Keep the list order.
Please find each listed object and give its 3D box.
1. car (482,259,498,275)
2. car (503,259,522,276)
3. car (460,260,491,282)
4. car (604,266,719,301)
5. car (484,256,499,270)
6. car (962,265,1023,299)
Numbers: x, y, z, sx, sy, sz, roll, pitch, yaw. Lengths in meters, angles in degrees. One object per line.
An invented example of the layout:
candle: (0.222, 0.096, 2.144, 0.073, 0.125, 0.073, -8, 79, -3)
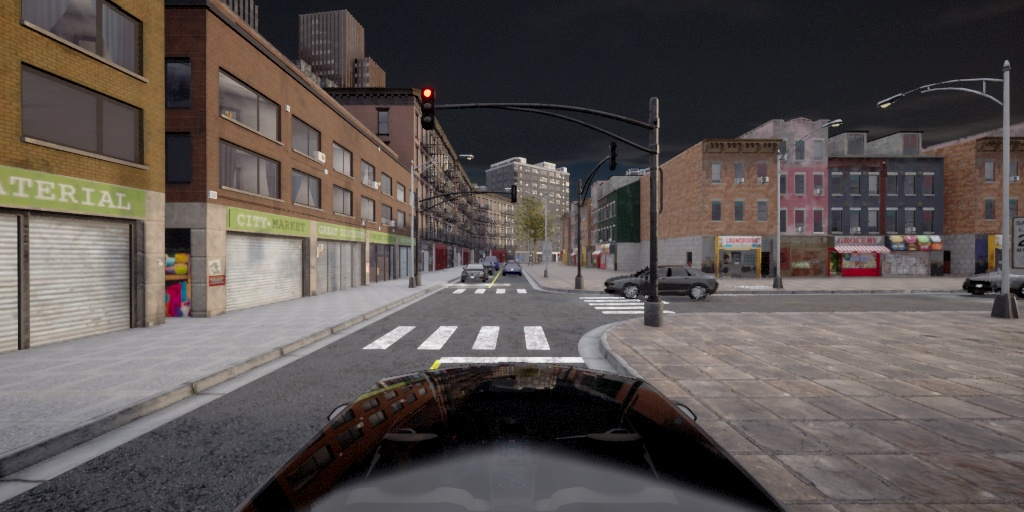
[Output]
car: (-2.943, 1.312, 39.106, 2.033, 1.411, 5.357, 0, 0, 0)
car: (0.013, 1.327, 38.143, 1.994, 1.385, 4.181, 0, 0, 0)
car: (-2.908, 1.282, 28.673, 1.812, 1.442, 4.674, 0, 0, 0)
car: (6.777, 1.205, 16.534, 4.892, 1.490, 1.837, 0, 0, 5)
car: (-2.948, 0.998, 49.726, 2.150, 2.045, 5.566, 0, 0, 1)
car: (23.610, 1.119, 16.274, 4.892, 1.490, 1.837, 0, 0, 0)
